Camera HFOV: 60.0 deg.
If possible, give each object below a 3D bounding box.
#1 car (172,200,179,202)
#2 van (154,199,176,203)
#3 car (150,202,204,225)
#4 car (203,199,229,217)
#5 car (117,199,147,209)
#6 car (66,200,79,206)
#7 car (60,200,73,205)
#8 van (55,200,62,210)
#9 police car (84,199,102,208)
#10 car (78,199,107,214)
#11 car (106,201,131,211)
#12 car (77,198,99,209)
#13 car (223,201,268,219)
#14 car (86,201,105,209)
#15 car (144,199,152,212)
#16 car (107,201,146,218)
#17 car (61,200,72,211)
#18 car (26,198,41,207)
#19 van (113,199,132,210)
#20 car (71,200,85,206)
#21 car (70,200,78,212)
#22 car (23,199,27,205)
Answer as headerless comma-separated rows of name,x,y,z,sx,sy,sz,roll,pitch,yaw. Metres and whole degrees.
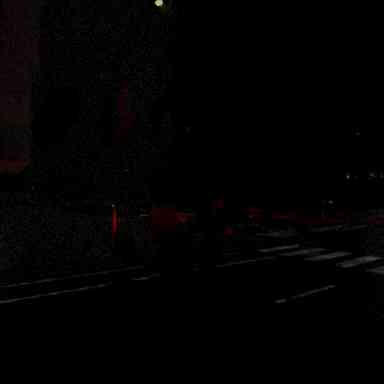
car,-0.392,2.048,41.252,1.802,1.307,4.206,-1,0,-35
van,-3.338,1.877,45.403,1.690,1.788,3.998,-1,0,-35
car,-1.371,1.871,27.882,1.752,1.417,4.829,-1,0,-35
car,2.544,1.712,37.101,2.192,1.841,5.009,-1,0,-35
car,-7.939,2.050,41.757,1.837,1.490,4.892,0,-1,-35
car,-29.833,2.706,82.676,1.947,1.339,4.313,-1,0,-35
car,-32.845,2.756,86.916,2.008,1.369,4.403,-1,0,-35
van,-21.278,2.152,55.904,1.690,1.788,3.998,-1,0,-35
police car,-20.546,2.351,68.932,1.930,1.638,5.238,0,-1,-35
car,-12.791,1.929,43.954,2.192,1.841,5.009,-1,0,-35
car,-11.629,2.175,52.366,2.128,1.511,4.902,0,-1,-35
car,-17.240,1.836,55.011,2.097,1.767,4.553,0,-1,-35
car,5.490,1.872,32.950,1.887,1.381,4.507,-1,0,-35
car,-17.670,2.348,60.798,1.812,1.442,4.674,0,-1,-35
car,-6.279,1.919,49.553,2.192,1.841,5.009,-1,0,-35
car,-7.127,2.032,35.987,2.008,1.369,4.403,-1,0,-35
car,-18.446,2.185,51.920,1.967,1.590,4.097,-1,0,-35
car,-36.379,2.696,77.168,1.887,1.381,4.507,-1,0,-35
van,-12.161,2.082,57.855,1.690,1.788,3.998,-1,0,-35
car,-26.820,2.640,78.433,1.947,1.339,4.313,-1,0,-35
car,-15.615,2.224,47.937,1.887,1.381,4.507,-1,0,-35
car,-39.491,2.801,81.551,1.802,1.307,4.206,-1,0,-35
